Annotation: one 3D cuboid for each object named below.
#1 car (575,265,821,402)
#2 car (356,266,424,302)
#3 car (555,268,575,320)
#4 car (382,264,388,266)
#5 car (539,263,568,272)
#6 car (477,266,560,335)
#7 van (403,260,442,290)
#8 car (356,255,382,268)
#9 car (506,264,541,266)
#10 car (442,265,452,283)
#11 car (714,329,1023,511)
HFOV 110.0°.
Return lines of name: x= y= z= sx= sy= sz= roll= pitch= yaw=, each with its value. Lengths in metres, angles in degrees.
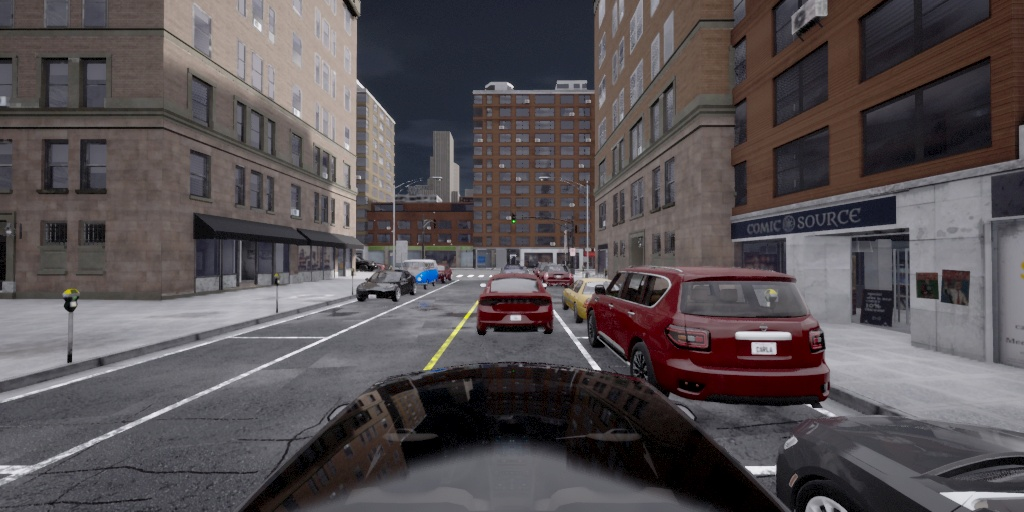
car: x=2.674 y=1.068 z=6.202 sx=2.192 sy=1.841 sz=5.009 roll=0 pitch=0 yaw=0
car: x=-5.841 y=1.331 z=17.178 sx=1.948 sy=1.339 sz=4.313 roll=0 pitch=0 yaw=0
car: x=2.679 y=1.284 z=11.855 sx=1.751 sy=1.417 sz=4.829 roll=0 pitch=0 yaw=0
car: x=-17.439 y=1.226 z=44.309 sx=4.181 sy=1.385 sz=1.994 roll=0 pitch=-1 yaw=0
car: x=2.690 y=1.213 z=22.650 sx=1.967 sy=1.591 sz=4.097 roll=0 pitch=0 yaw=0
car: x=0.055 y=1.235 z=10.532 sx=1.882 sy=1.535 sz=5.008 roll=0 pitch=0 yaw=-1
van: x=-5.835 y=1.114 z=22.661 sx=1.690 sy=1.789 sz=3.998 roll=0 pitch=0 yaw=0
car: x=-18.352 y=0.842 z=41.071 sx=5.566 sy=2.045 sz=2.150 roll=0 pitch=-1 yaw=0
car: x=0.116 y=1.260 z=18.445 sx=2.128 sy=1.511 sz=4.902 roll=0 pitch=0 yaw=0
car: x=-5.829 y=1.326 z=28.143 sx=1.888 sy=1.381 sz=4.507 roll=0 pitch=0 yaw=0
car: x=2.668 y=1.300 z=0.721 sx=2.007 sy=1.370 sz=4.403 roll=0 pitch=0 yaw=0
